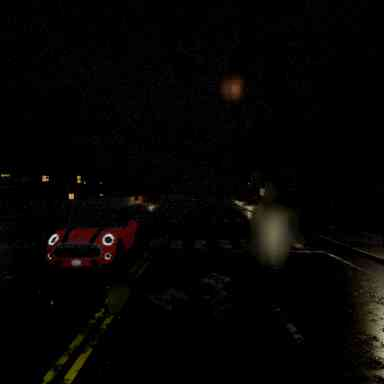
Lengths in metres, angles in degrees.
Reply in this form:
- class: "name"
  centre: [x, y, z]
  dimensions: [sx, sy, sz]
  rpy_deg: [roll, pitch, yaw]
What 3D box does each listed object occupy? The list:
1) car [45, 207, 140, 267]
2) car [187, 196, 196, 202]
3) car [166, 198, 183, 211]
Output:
- class: "car"
  centre: [-3.148, 1.359, 11.390]
  dimensions: [2.097, 1.767, 4.553]
  rpy_deg: [0, 0, 1]
- class: "car"
  centre: [-0.021, 1.583, 75.064]
  dimensions: [1.837, 1.490, 4.892]
  rpy_deg: [0, 0, 5]
- class: "car"
  centre: [-2.175, 1.613, 42.433]
  dimensions: [1.837, 1.490, 4.892]
  rpy_deg: [0, 0, 3]
